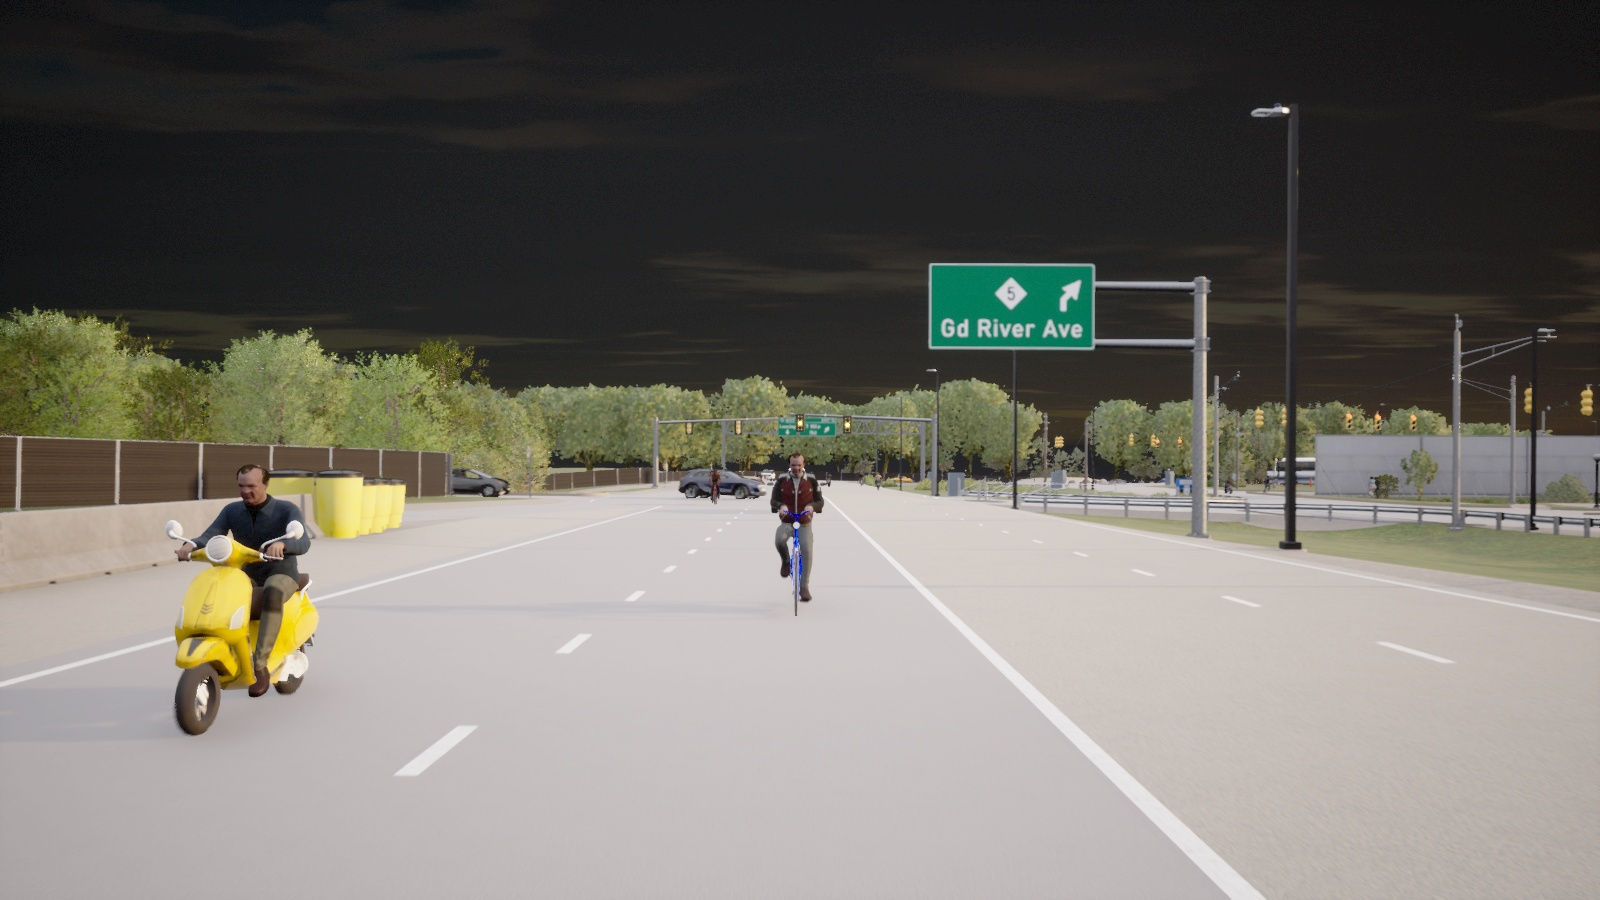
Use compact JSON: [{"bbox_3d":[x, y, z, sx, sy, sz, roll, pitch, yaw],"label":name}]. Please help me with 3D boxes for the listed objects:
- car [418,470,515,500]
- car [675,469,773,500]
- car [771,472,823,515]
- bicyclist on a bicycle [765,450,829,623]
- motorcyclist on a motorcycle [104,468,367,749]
[{"bbox_3d":[-17.315,1.825,65.373,4.514,1.525,2.007,0,0,0],"label":"car"},{"bbox_3d":[-4.061,1.842,67.111,4.856,1.649,2.033,-1,-2,23],"label":"car"},{"bbox_3d":[-0.107,1.570,46.770,1.837,1.490,4.892,0,-1,0],"label":"car"},{"bbox_3d":[-0.033,0.912,13.915,0.659,1.776,1.843,0,-1,0],"label":"bicyclist on a bicycle"},{"bbox_3d":[-3.519,0.914,8.038,0.866,1.590,1.817,0,-1,0],"label":"motorcyclist on a motorcycle"}]
